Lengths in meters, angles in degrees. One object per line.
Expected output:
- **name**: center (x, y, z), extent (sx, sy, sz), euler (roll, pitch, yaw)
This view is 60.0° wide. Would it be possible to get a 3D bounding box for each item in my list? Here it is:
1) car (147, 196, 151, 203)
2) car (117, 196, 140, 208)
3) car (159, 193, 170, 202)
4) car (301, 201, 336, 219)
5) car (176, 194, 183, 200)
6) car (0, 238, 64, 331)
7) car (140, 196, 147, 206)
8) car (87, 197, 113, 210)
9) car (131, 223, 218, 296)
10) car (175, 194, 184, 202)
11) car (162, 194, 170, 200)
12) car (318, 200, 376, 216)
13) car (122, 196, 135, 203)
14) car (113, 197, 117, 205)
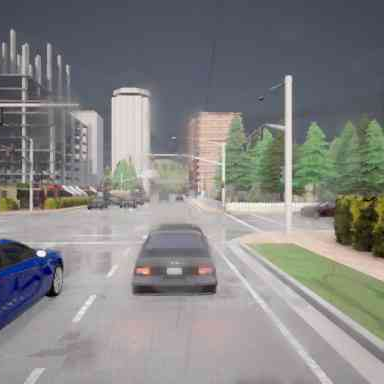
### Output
- **car**: center (-9.573, 1.563, 68.138), extent (1.994, 1.385, 4.181), euler (0, 0, -2)
- **car**: center (-8.881, 1.563, 46.829), extent (1.994, 1.385, 4.181), euler (0, 0, -2)
- **car**: center (-6.317, 1.216, 75.211), extent (2.150, 2.045, 5.566), euler (0, 0, -2)
- **car**: center (11.779, 1.477, 28.178), extent (5.008, 1.535, 1.882), euler (0, 0, -1)
- **car**: center (-3.167, 1.325, 84.873), extent (1.837, 1.490, 4.892), euler (0, 0, -2)
- **car**: center (-3.723, 1.478, 5.526), extent (1.882, 1.535, 5.008), euler (0, 0, -3)
- **car**: center (-9.188, 1.563, 55.608), extent (1.994, 1.385, 4.181), euler (0, 0, -2)
- **car**: center (-12.278, 1.547, 43.820), extent (2.033, 1.411, 5.357), euler (0, 0, -2)
- **car**: center (-0.409, 1.547, 8.820), extent (2.033, 1.411, 5.357), euler (0, 0, -2)
- **car**: center (-2.831, 1.492, 75.659), extent (1.837, 1.490, 4.892), euler (0, 0, -2)
- **car**: center (-6.665, 1.349, 84.745), extent (1.812, 1.442, 4.674), euler (0, 0, -2)
- **car**: center (14.714, 1.525, 31.691), extent (4.674, 1.442, 1.812), euler (0, 0, -1)
- **car**: center (-13.088, 1.539, 68.823), extent (2.033, 1.411, 5.357), euler (0, 0, -2)
- **car**: center (-12.655, 1.546, 54.436), extent (2.033, 1.411, 5.357), euler (0, 0, -2)
